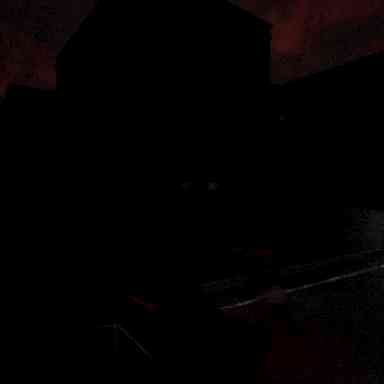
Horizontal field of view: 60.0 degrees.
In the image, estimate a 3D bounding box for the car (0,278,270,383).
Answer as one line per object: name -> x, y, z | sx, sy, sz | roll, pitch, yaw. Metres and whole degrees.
car -> -1.599, 1.601, 2.831 | 4.718, 1.301, 1.895 | 0, 0, -36
